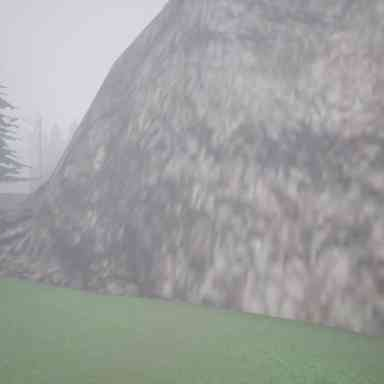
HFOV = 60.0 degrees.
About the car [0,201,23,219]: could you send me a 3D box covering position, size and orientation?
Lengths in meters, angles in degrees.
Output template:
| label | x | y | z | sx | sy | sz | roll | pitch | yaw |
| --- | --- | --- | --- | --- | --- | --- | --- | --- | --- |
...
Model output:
| label | x | y | z | sx | sy | sz | roll | pitch | yaw |
| --- | --- | --- | --- | --- | --- | --- | --- | --- | --- |
| car | -16.156 | 1.491 | 26.671 | 2.128 | 1.511 | 4.902 | 0 | 0 | 29 |
